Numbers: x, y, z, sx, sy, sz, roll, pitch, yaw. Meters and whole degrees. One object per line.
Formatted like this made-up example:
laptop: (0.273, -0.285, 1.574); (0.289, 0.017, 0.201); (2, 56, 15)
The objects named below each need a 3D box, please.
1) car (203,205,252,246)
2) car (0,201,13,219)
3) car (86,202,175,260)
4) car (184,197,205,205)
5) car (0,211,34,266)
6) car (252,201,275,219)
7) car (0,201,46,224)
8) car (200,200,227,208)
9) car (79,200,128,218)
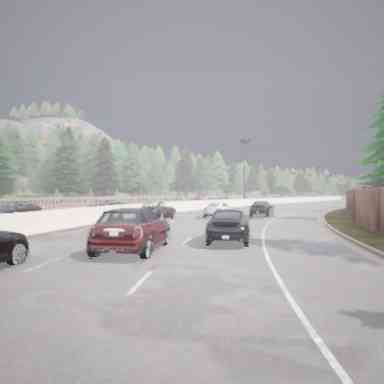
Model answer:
car: (1.774, 1.557, 15.632); (1.837, 1.490, 4.892); (0, 0, 10)
car: (-17.265, 1.499, 27.154); (1.837, 1.490, 4.892); (0, 0, 15)
car: (-2.229, 1.378, 12.863); (2.097, 1.767, 4.553); (0, 0, 8)
car: (0.569, 1.747, 64.564); (1.994, 1.385, 4.181); (0, 0, 34)
car: (-6.287, 1.486, 8.734); (2.128, 1.511, 4.902); (0, 0, 6)
car: (6.943, 1.630, 32.872); (1.837, 1.490, 4.892); (0, 0, 22)
car: (-13.960, 1.498, 26.005); (2.128, 1.511, 4.902); (0, 0, 15)
car: (2.431, 1.624, 30.953); (1.812, 1.442, 4.674); (0, 0, 20)
car: (-8.440, 1.541, 32.186); (2.128, 1.511, 4.902); (0, 0, 20)
